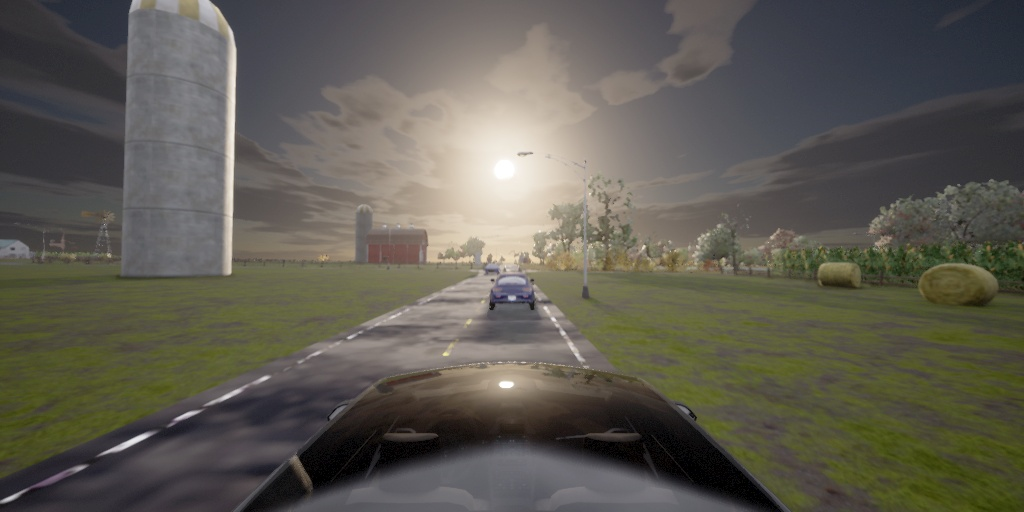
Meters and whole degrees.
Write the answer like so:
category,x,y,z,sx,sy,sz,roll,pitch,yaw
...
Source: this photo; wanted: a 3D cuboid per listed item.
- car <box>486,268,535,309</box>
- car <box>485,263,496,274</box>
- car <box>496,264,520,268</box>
category,x,y,z,sx,sy,sz,roll,pitch,yaw
car,0.021,1.426,15.755,1.812,1.442,4.674,0,0,0
car,-2.781,1.767,50.671,1.882,1.535,5.008,0,-1,0
car,0.016,1.553,30.376,2.128,1.511,4.902,0,0,0
